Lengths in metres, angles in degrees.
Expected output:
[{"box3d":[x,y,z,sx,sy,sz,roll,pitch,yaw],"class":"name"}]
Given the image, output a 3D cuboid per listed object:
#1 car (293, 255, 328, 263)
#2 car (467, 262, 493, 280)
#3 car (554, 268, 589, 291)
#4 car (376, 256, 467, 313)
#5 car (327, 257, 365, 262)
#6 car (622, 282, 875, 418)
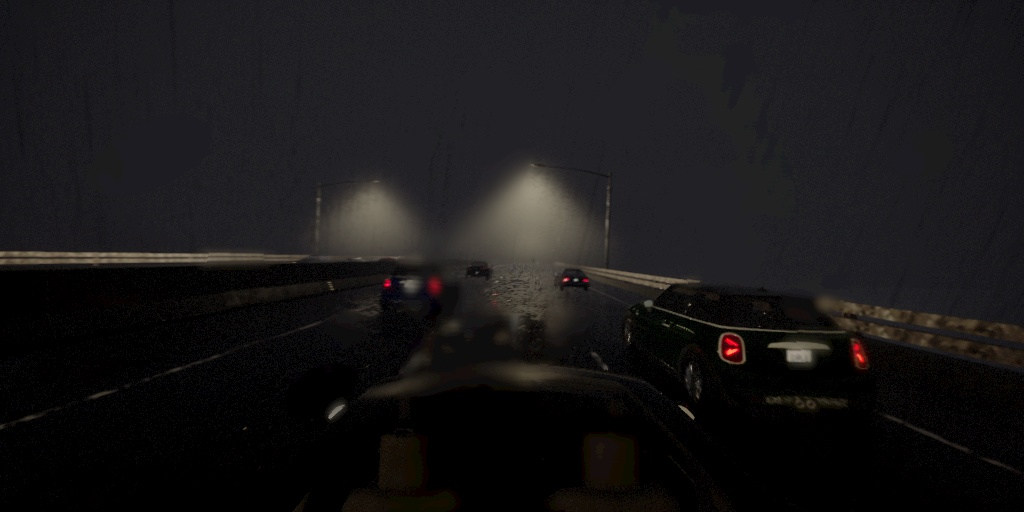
[{"box3d":[-20.264,0.608,37.164,2.033,1.411,5.357,2,0,2],"class":"car"},{"box3d":[-2.763,1.225,31.493,1.882,1.535,5.008,2,0,2],"class":"car"},{"box3d":[4.007,1.542,24.508,2.033,1.411,5.357,2,0,2],"class":"car"},{"box3d":[-3.246,1.010,13.747,2.097,1.767,4.553,2,0,1],"class":"car"},{"box3d":[-16.760,0.804,37.237,1.895,1.301,4.718,2,0,2],"class":"car"},{"box3d":[3.580,1.263,6.527,2.097,1.767,4.553,2,0,1],"class":"car"}]
